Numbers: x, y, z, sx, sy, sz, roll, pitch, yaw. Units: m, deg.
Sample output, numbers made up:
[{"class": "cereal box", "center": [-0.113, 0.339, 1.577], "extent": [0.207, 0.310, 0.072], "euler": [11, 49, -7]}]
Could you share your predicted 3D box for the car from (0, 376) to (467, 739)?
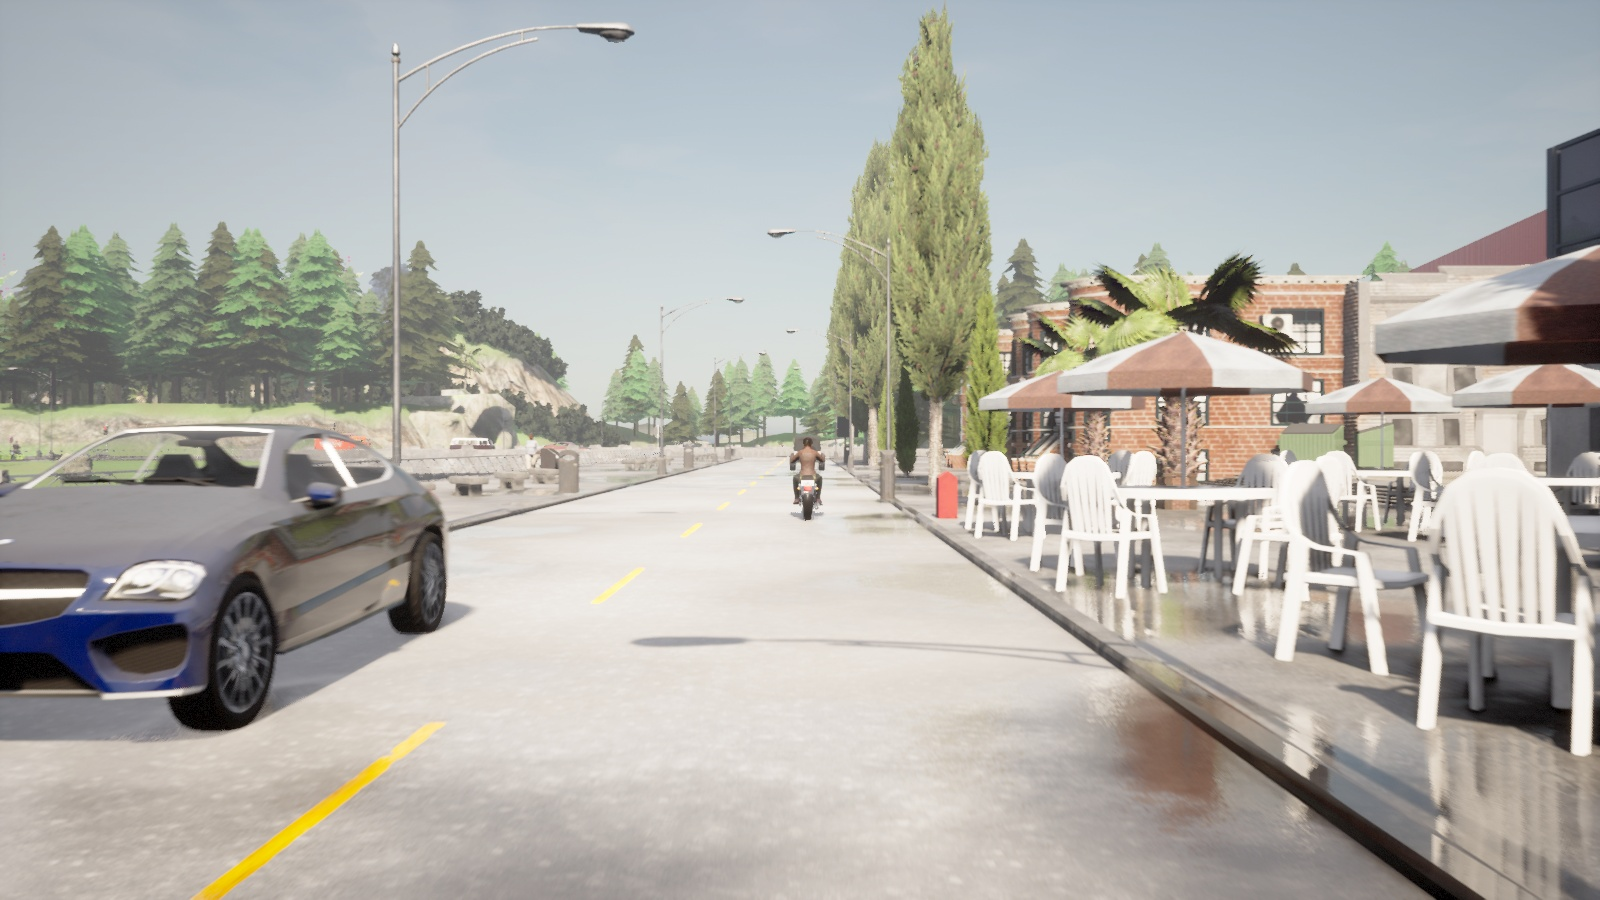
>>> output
[{"class": "car", "center": [-3.938, 0.476, 8.224], "extent": [2.152, 1.651, 5.027], "euler": [0, 0, 0]}]

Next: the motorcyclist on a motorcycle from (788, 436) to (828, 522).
[{"class": "motorcyclist on a motorcycle", "center": [0.155, 0.555, 25.276], "extent": [0.766, 1.649, 2.350], "euler": [0, 0, 0]}]

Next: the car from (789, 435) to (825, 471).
[{"class": "car", "center": [0.398, 0.153, 69.092], "extent": [1.905, 1.878, 3.866], "euler": [0, 0, 0]}]

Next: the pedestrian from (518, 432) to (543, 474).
[{"class": "pedestrian", "center": [-11.839, 0.136, 55.220], "extent": [0.874, 1.855, 0.900], "euler": [0, 0, 3]}]
